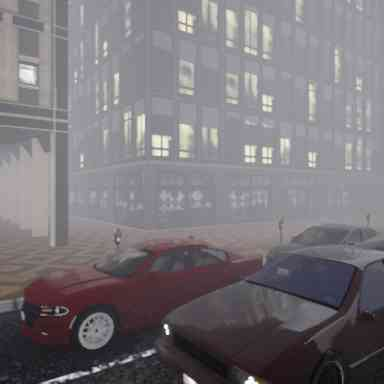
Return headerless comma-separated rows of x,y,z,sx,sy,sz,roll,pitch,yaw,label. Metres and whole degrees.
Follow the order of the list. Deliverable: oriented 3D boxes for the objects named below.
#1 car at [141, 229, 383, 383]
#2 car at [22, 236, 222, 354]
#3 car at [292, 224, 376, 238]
2.160,1.566,4.921,5.357,1.411,2.033,0,0,-36,car
-0.618,1.557,6.125,4.507,1.381,1.887,0,0,-36,car
4.019,1.602,9.435,4.313,1.339,1.947,0,0,-36,car
